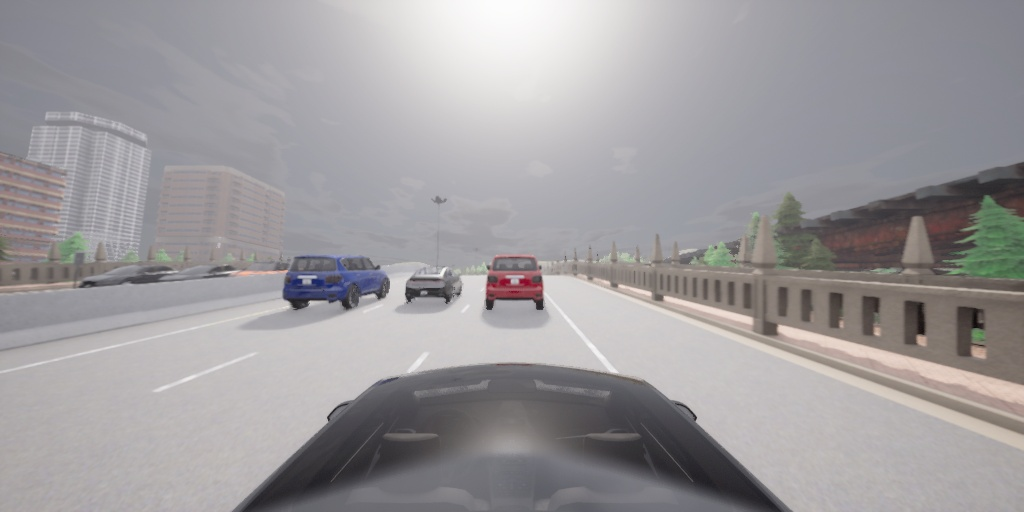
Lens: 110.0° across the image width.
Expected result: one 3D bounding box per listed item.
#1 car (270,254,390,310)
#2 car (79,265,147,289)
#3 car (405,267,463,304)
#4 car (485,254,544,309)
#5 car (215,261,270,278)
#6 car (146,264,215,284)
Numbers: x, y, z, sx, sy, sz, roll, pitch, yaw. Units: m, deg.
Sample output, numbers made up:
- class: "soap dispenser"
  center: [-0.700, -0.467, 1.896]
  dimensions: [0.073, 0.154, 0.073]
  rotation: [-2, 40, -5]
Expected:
- class: "car"
  center: [-6.899, 0.957, 14.744]
  dimensions: [2.150, 2.045, 5.566]
  rotation: [0, 0, 0]
- class: "car"
  center: [-21.095, 1.232, 20.287]
  dimensions: [1.837, 1.490, 4.892]
  rotation: [0, 0, 0]
- class: "car"
  center: [-3.400, 1.225, 16.254]
  dimensions: [2.128, 1.511, 4.902]
  rotation: [0, 0, 0]
- class: "car"
  center: [0.100, 0.957, 14.922]
  dimensions: [2.150, 2.045, 5.566]
  rotation: [0, 0, 0]
- class: "car"
  center: [-14.094, 1.079, 20.724]
  dimensions: [2.097, 1.767, 4.553]
  rotation: [0, 0, 0]
- class: "car"
  center: [-17.595, 1.232, 20.730]
  dimensions: [1.837, 1.490, 4.892]
  rotation: [0, 0, 0]
